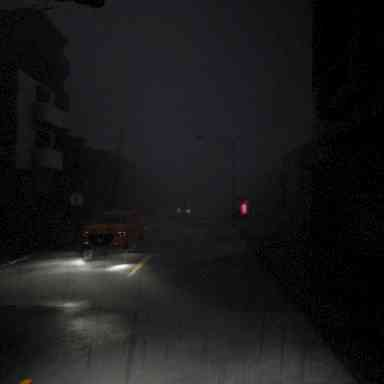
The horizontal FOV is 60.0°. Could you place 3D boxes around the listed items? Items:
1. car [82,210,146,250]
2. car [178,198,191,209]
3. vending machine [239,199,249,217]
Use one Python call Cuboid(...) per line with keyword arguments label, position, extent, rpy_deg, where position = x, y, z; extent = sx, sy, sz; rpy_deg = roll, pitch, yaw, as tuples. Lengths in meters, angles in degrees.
Cuboid(label="car", position=(-3.402, 1.615, 15.243), extent=(1.882, 1.535, 5.008), rpy_deg=(0, -1, 3))
Cuboid(label="car", position=(-1.232, 1.965, 57.003), extent=(2.097, 1.767, 4.553), rpy_deg=(0, -1, 3))
Cuboid(label="vending machine", position=(6.280, 1.914, 40.562), extent=(1.100, 2.100, 0.880), rpy_deg=(0, -1, 3))
